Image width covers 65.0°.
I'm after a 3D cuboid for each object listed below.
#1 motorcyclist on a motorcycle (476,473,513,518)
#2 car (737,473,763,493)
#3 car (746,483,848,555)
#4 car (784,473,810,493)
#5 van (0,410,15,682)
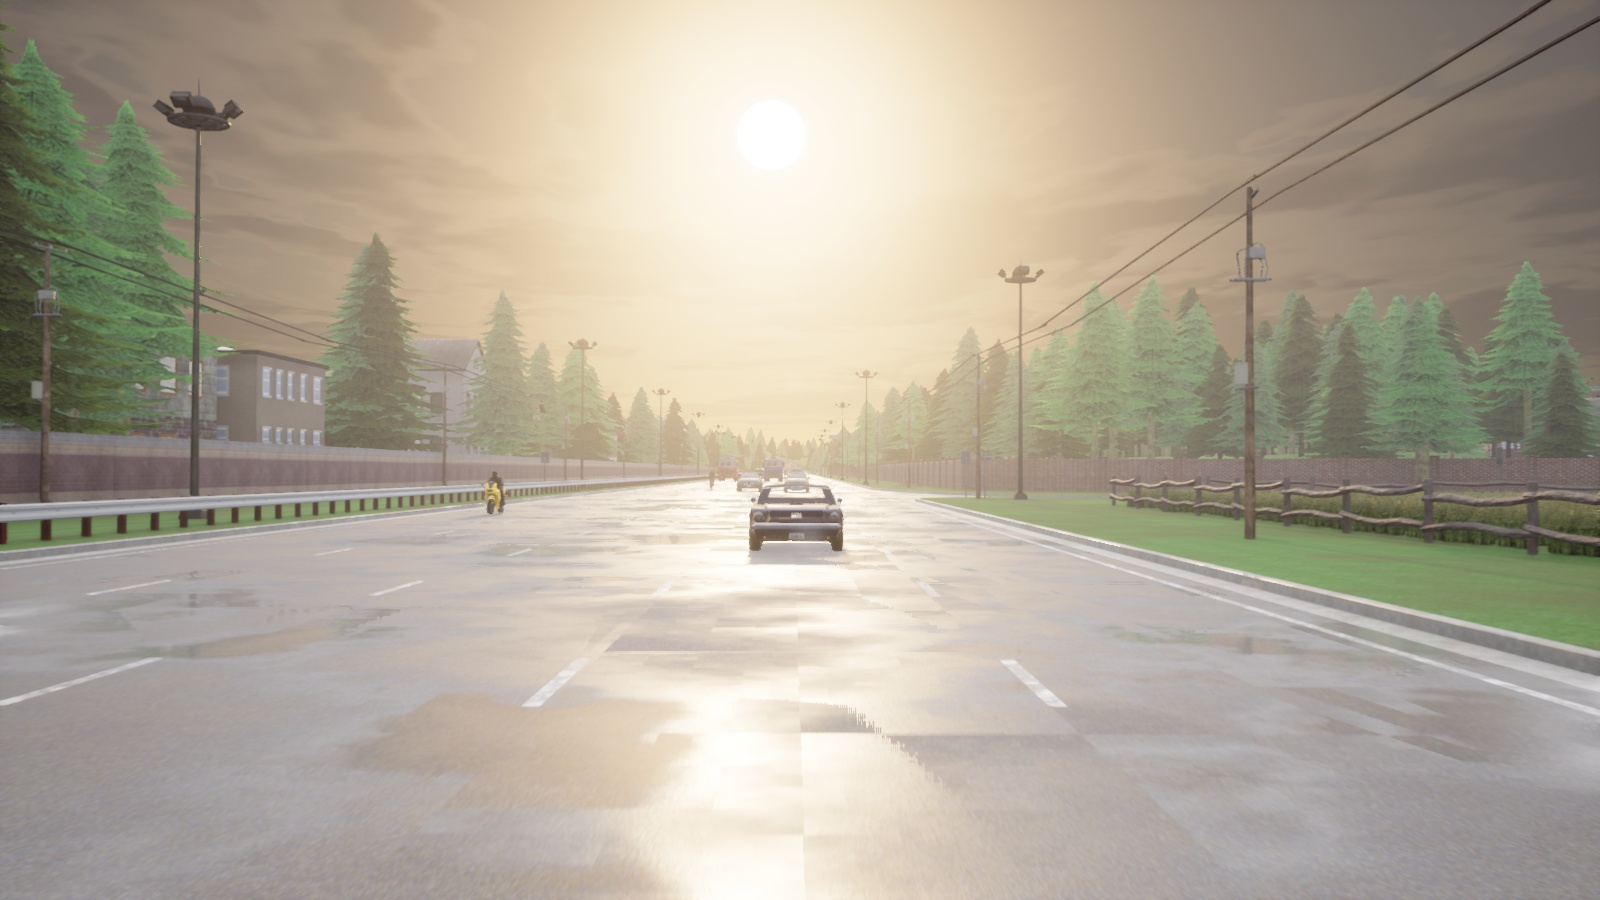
[{"bbox_3d":[-10.605,1.570,43.660,0.797,1.523,2.044,0,-1,0],"label":"motorcyclist on a motorcycle"},{"bbox_3d":[-3.727,2.435,94.432,1.812,1.442,4.674,0,-1,0],"label":"car"},{"bbox_3d":[-0.061,1.347,25.788,1.895,1.301,4.718,0,-1,0],"label":"car"},{"bbox_3d":[-0.223,2.396,93.039,1.812,1.442,4.674,0,-1,0],"label":"car"},{"bbox_3d":[-7.019,0.689,7.329,2.069,2.038,4.480,0,-1,0],"label":"van"}]
